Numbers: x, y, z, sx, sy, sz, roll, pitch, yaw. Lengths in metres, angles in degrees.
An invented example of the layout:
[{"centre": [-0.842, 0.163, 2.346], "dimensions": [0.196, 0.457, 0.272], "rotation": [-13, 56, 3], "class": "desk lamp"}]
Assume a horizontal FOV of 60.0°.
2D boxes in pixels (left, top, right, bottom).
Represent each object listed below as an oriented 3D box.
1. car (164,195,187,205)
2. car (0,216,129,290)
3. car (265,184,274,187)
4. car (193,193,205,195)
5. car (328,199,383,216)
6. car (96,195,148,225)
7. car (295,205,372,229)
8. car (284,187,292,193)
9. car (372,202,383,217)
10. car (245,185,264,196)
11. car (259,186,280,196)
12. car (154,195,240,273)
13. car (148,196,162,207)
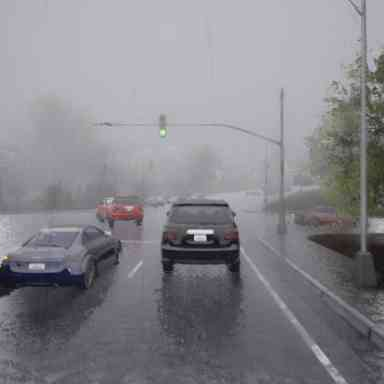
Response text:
[{"centre": [-2.704, 1.303, 56.651], "dimensions": [2.128, 1.511, 4.902], "rotation": [0, 2, 19], "class": "car"}, {"centre": [-3.270, 1.571, 9.127], "dimensions": [1.994, 1.385, 4.181], "rotation": [0, 0, 1], "class": "car"}, {"centre": [19.532, -0.940, 84.018], "dimensions": [2.150, 2.045, 5.566], "rotation": [0, 3, 37], "class": "car"}, {"centre": [1.095, 0.899, 66.176], "dimensions": [2.128, 1.511, 4.902], "rotation": [0, 3, 23], "class": "car"}, {"centre": [16.042, 1.477, 32.052], "dimensions": [4.902, 1.511, 2.128], "rotation": [-1, 0, 3], "class": "car"}, {"centre": [-5.177, 1.243, 23.526], "dimensions": [2.150, 2.045, 5.566], "rotation": [1, -1, -26], "class": "car"}, {"centre": [8.887, 1.588, 21.587], "dimensions": [4.181, 1.385, 1.994], "rotation": [0, 0, -5], "class": "car"}, {"centre": [23.131, -0.651, 83.003], "dimensions": [2.033, 1.411, 5.357], "rotation": [0, 3, 37], "class": "car"}, {"centre": [15.941, 1.580, 28.552], "dimensions": [4.718, 1.301, 1.895], "rotation": [-1, 0, 3], "class": "car"}, {"centre": [13.864, -0.068, 75.478], "dimensions": [2.097, 1.767, 4.553], "rotation": [0, 3, 33], "class": "car"}, {"centre": [17.434, 0.105, 74.611], "dimensions": [1.895, 1.301, 4.718], "rotation": [0, 3, 33], "class": "car"}, {"centre": [0.300, 1.234, 10.938], "dimensions": [2.150, 2.045, 5.566], "rotation": [0, 0, 2], "class": "car"}, {"centre": [-5.438, 1.356, 47.863], "dimensions": [2.097, 1.767, 4.553], "rotation": [0, 1, 16], "class": "car"}]
